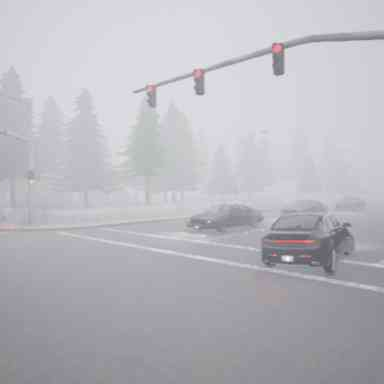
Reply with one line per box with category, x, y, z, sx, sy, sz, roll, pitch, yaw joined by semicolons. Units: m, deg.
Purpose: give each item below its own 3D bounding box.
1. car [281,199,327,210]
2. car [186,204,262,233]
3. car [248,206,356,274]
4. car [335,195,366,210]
car;9.020;1.281;26.410;2.033;1.411;5.357;0;1;44
car;2.067;1.390;19.079;2.033;1.411;5.357;0;1;43
car;3.696;1.397;10.393;1.837;1.490;4.892;-4;-2;33
car;16.177;1.128;33.904;1.837;1.490;4.892;0;1;44
